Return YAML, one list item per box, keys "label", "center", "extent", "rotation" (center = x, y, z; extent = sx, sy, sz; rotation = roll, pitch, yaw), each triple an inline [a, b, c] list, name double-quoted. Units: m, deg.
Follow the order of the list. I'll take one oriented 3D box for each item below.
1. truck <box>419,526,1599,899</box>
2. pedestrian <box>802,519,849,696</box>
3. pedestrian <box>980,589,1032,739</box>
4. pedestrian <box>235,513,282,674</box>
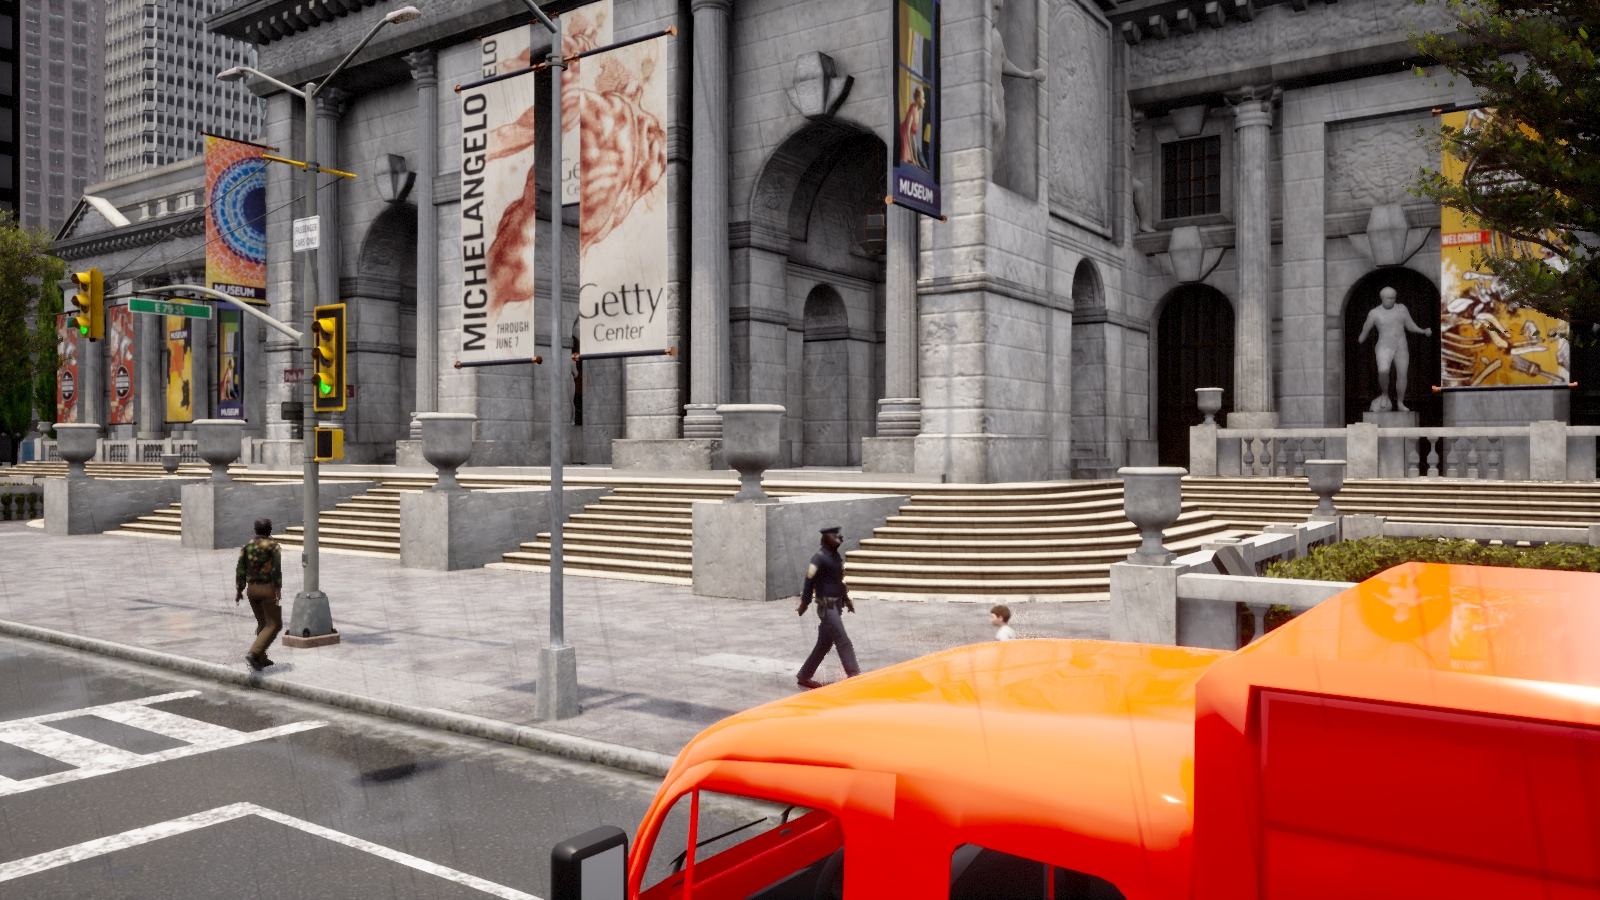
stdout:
- label: "truck"
  center: [1.935, 1.569, 2.415]
  extent: [5.204, 2.467, 2.627]
  rotation: [0, 0, 35]
- label: "pedestrian"
  center: [0.277, 1.693, 12.465]
  extent: [0.375, 1.860, 0.375]
  rotation: [0, 0, 33]
- label: "pedestrian"
  center: [1.920, 1.974, 10.646]
  extent: [0.375, 1.300, 0.375]
  rotation: [0, 0, 29]
- label: "pedestrian"
  center: [-6.441, 1.691, 13.594]
  extent: [0.375, 1.860, 0.375]
  rotation: [0, 0, 4]
